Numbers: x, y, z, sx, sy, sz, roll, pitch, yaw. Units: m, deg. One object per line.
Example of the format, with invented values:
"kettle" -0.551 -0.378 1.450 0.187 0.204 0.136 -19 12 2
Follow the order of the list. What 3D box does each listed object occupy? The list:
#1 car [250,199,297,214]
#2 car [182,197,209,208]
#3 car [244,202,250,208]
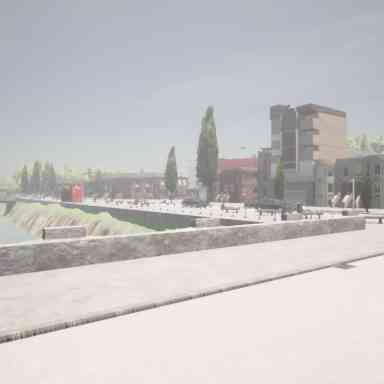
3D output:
"car" 8.905 1.505 35.724 1.837 1.490 4.892 0 0 -36
"car" 0.390 1.502 47.614 1.837 1.490 4.892 0 1 -36
"car" 9.059 1.547 42.719 2.033 1.411 5.357 0 0 -36
